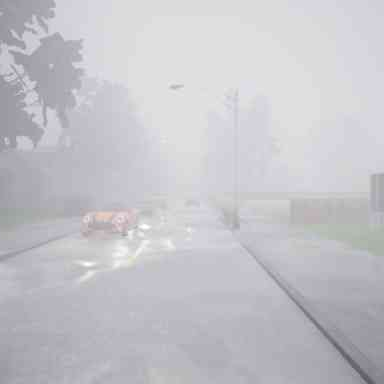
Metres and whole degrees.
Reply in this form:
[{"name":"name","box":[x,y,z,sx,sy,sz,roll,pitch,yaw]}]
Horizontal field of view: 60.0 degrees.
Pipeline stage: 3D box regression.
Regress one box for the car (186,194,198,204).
[{"name":"car","box":[0.007,1.112,52.860,1.837,1.490,4.892,0,0,0]}]

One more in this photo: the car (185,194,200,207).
[{"name":"car","box":[0.029,1.197,44.193,1.812,1.442,4.674,0,0,0]}]

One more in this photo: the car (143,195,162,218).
[{"name":"car","box":[-4.055,1.285,27.635,2.128,1.511,4.902,0,0,0]}]

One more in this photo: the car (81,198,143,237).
[{"name":"car","box":[-4.090,1.223,17.233,2.097,1.767,4.553,0,0,0]}]

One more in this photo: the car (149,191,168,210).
[{"name":"car","box":[-3.995,0.937,38.147,2.150,2.045,5.566,0,0,0]}]
